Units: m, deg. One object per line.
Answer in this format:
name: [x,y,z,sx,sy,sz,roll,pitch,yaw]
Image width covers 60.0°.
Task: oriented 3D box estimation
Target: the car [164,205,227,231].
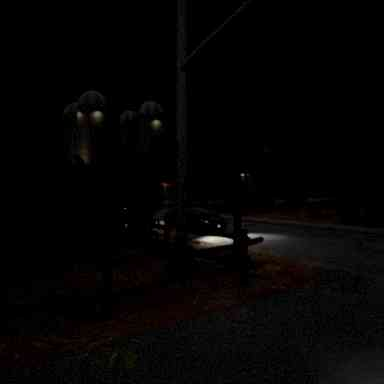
car: [0.048,1.516,19.393,1.812,1.442,4.674,0,0,-36]
